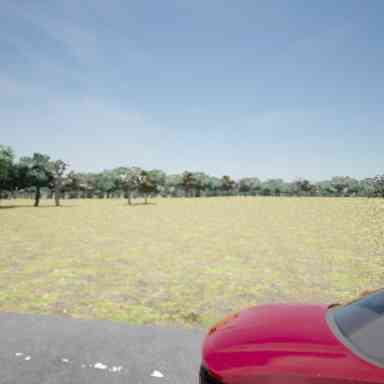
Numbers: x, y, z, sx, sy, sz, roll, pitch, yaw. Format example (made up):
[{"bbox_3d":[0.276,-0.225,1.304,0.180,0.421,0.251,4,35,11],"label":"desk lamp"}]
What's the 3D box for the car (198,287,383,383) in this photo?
[{"bbox_3d":[2.538,1.557,2.918,5.008,1.535,1.882,0,-1,12],"label":"car"}]
